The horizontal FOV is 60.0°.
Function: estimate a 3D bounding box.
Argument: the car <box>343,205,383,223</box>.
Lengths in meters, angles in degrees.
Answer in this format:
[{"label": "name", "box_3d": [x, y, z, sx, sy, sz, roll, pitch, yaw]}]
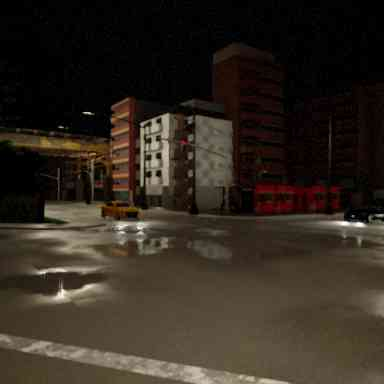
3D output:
[{"label": "car", "box_3d": [14.453, 1.779, 27.717, 4.181, 1.385, 1.994, 1, -1, -36]}]

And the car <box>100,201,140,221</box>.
[{"label": "car", "box_3d": [-6.167, 1.535, 28.228, 1.882, 1.535, 5.008, 0, 0, -36]}]
